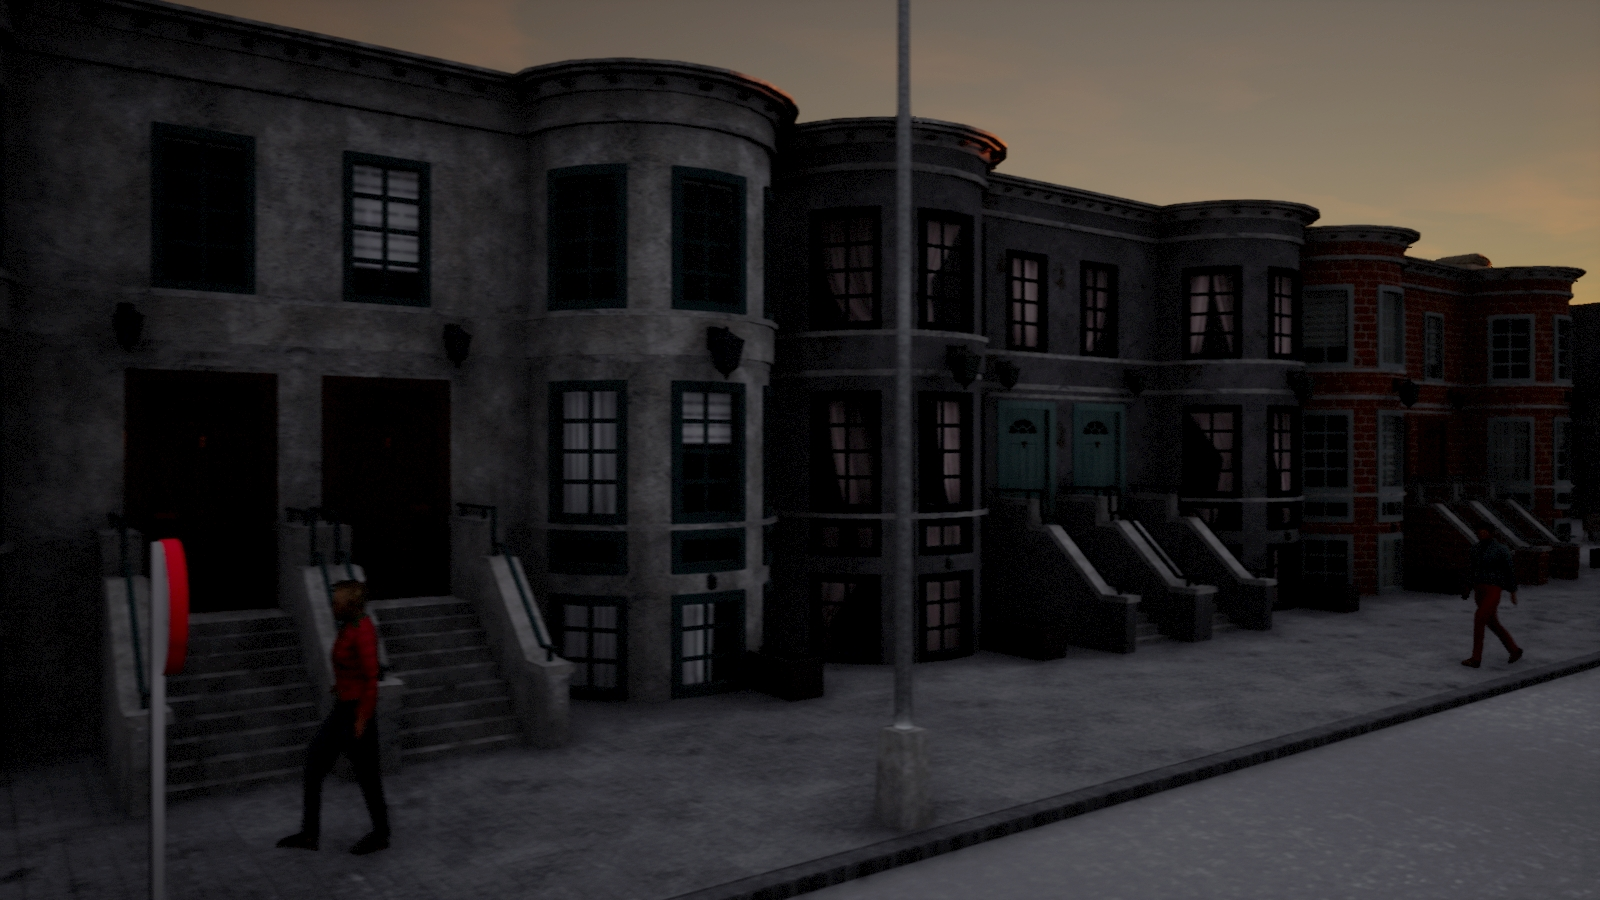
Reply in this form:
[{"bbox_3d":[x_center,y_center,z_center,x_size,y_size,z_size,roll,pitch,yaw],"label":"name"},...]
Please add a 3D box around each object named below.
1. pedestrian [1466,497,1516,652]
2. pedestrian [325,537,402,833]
[{"bbox_3d":[8.552,1.526,14.144,0.375,1.860,0.375,0,0,-17],"label":"pedestrian"},{"bbox_3d":[-2.898,1.525,7.579,0.375,1.860,0.375,0,0,-39],"label":"pedestrian"}]
